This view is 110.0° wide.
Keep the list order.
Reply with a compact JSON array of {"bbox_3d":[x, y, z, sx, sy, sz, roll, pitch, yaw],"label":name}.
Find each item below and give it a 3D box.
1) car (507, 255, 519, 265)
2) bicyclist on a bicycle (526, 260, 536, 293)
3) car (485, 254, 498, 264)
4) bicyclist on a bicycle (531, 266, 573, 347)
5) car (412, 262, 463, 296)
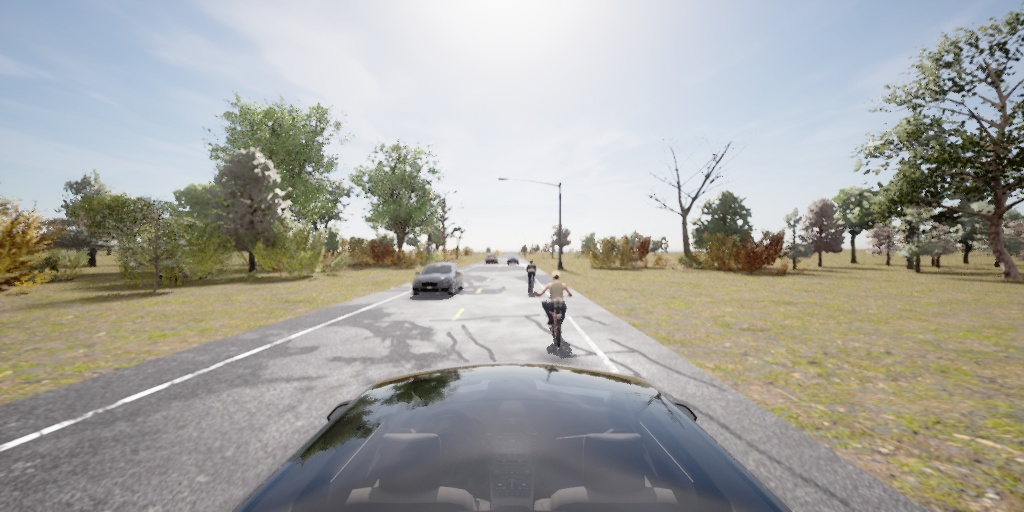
[{"bbox_3d":[0.157,0.686,58.613,1.812,1.442,4.674,0,0,0],"label":"car"},{"bbox_3d":[0.978,1.037,17.986,0.582,1.620,1.656,0,0,0],"label":"bicyclist on a bicycle"},{"bbox_3d":[-3.485,0.482,61.491,2.097,1.767,4.553,0,1,1],"label":"car"},{"bbox_3d":[0.975,1.122,8.073,0.866,1.612,1.509,0,1,0],"label":"bicyclist on a bicycle"},{"bbox_3d":[-3.582,1.090,17.973,1.837,1.490,4.892,0,1,0],"label":"car"}]
